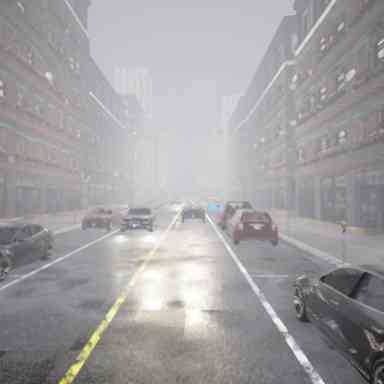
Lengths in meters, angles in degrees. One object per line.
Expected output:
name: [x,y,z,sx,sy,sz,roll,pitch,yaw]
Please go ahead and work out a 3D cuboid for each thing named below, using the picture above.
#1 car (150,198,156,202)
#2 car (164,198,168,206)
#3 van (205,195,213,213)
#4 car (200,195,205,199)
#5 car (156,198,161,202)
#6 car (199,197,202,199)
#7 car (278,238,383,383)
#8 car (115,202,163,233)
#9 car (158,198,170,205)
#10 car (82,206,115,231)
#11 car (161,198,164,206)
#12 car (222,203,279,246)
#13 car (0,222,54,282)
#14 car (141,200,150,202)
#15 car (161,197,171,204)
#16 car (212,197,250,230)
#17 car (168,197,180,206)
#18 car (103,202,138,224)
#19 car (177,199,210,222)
car: [-5.641,1.684,38.217,1.752,1.417,4.829,1,0,0]
car: [-5.638,1.674,55.442,1.967,1.590,4.097,1,0,0]
van: [2.709,1.500,38.447,1.690,1.788,3.998,1,0,0]
car: [2.711,1.678,83.925,2.192,1.841,5.009,1,0,0]
car: [-5.641,1.750,44.071,1.947,1.339,4.313,1,0,0]
car: [0.102,1.792,45.766,1.895,1.301,4.718,0,0,0]
car: [2.704,1.584,4.339,1.947,1.339,4.313,1,0,0]
car: [-3.097,1.588,20.298,1.837,1.490,4.892,0,0,0]
car: [-5.640,1.835,66.809,2.008,1.369,4.403,1,0,0]
car: [-5.642,1.632,21.332,1.887,1.381,4.507,1,0,0]
car: [-5.640,1.733,49.585,1.752,1.417,4.829,1,0,0]
car: [2.707,1.504,15.709,1.967,1.590,4.097,1,0,0]
car: [-5.643,1.607,9.963,1.947,1.339,4.313,1,0,0]
car: [-5.641,1.680,32.702,1.887,1.381,4.507,1,0,0]
car: [-5.640,1.892,72.495,1.802,1.307,4.206,1,0,0]
car: [2.710,1.403,21.393,2.192,1.841,5.009,1,0,0]
car: [-3.025,1.737,61.427,1.882,1.535,5.008,0,0,1]
car: [-5.641,1.636,26.847,1.752,1.417,4.829,1,0,0]
car: [0.102,1.602,27.115,2.128,1.511,4.902,0,0,0]
